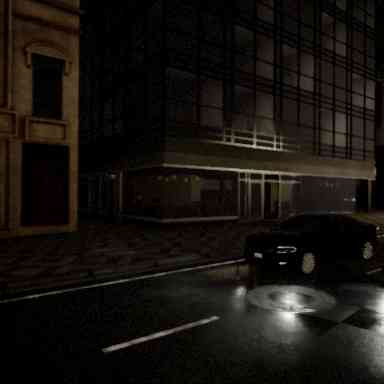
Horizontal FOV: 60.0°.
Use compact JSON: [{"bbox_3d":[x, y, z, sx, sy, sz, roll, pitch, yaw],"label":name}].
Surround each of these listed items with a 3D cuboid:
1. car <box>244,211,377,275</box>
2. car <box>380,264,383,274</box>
[{"bbox_3d":[3.814,1.409,10.401,5.008,1.535,1.882,-1,0,-36],"label":"car"},{"bbox_3d":[7.122,1.466,8.768,5.357,1.411,2.033,-1,0,-36],"label":"car"}]
